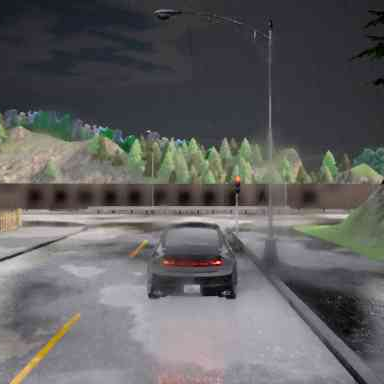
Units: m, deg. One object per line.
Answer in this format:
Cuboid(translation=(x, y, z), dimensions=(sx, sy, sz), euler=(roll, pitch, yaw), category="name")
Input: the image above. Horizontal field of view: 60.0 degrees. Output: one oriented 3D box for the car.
Cuboid(translation=(0.025, 1.504, 8.429), dimensions=(1.837, 1.490, 4.892), euler=(0, 0, 1), category="car")
